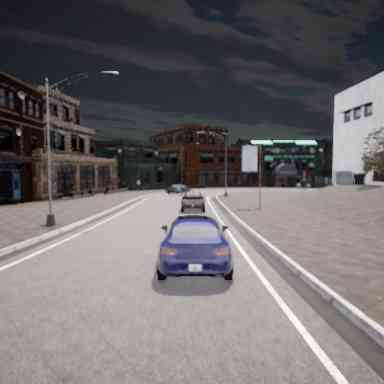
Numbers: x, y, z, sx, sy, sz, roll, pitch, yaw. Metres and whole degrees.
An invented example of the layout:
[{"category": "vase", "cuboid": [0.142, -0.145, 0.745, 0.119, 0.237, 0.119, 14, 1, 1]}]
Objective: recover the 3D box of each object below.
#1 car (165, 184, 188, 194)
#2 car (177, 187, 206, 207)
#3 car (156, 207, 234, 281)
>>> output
[{"category": "car", "cuboid": [-1.986, -0.430, 47.455, 2.033, 1.411, 5.357, 1, 3, 20]}, {"category": "car", "cuboid": [0.081, 0.675, 27.141, 2.128, 1.511, 4.902, 0, 3, 0]}, {"category": "car", "cuboid": [0.076, 1.394, 9.369, 1.812, 1.442, 4.674, 0, 1, 0]}]
